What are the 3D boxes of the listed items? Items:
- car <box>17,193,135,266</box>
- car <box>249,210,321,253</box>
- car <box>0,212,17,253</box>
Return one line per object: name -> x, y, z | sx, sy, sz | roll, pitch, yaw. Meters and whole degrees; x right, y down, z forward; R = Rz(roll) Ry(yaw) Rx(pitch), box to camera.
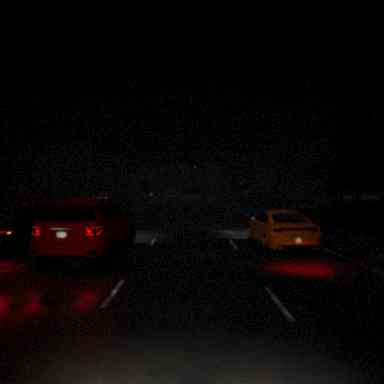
car -> -3.461, 1.209, 11.582 | 2.150, 2.045, 5.566 | 0, 0, 1
car -> 3.549, 1.456, 13.525 | 1.882, 1.535, 5.008 | 0, 0, 0
car -> -6.949, 1.505, 13.327 | 1.812, 1.442, 4.674 | 0, 0, 0
